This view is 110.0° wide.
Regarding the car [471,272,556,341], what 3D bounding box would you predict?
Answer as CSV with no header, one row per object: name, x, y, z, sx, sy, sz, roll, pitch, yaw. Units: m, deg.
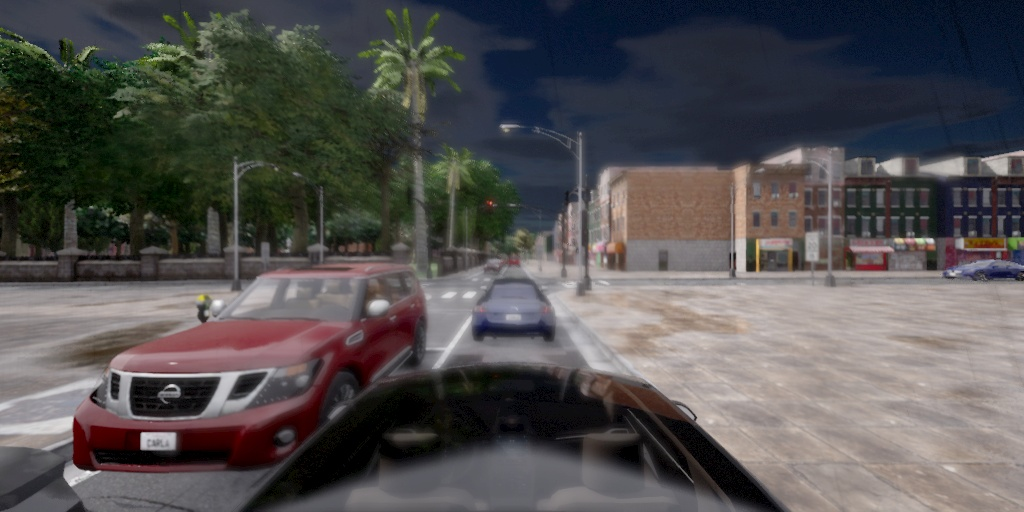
car,0.053,1.297,9.799,1.994,1.385,4.181,0,0,1

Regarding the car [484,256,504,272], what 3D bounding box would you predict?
car,-2.349,1.168,43.334,1.967,1.591,4.097,0,0,0

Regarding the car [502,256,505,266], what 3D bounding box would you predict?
car,-2.308,1.176,49.021,1.967,1.591,4.097,0,0,0

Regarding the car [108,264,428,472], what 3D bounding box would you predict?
car,-2.617,1.057,5.188,2.192,1.841,5.009,0,0,0

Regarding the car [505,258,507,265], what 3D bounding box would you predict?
car,-2.230,1.343,60.398,1.802,1.307,4.207,0,0,0

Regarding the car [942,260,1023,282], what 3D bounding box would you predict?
car,33.476,1.019,25.317,4.674,1.442,1.812,0,0,1
